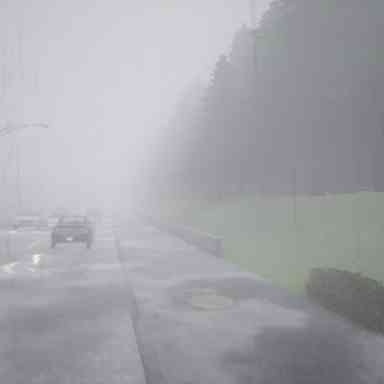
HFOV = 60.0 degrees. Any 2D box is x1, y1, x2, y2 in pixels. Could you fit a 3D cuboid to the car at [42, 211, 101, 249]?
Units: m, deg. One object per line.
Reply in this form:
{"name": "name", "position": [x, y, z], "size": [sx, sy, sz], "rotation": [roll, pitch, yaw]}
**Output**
{"name": "car", "position": [-6.058, 1.961, 17.214], "size": [2.128, 1.511, 4.902], "rotation": [2, -2, -14]}

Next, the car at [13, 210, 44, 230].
{"name": "car", "position": [-12.731, 2.157, 26.406], "size": [1.812, 1.442, 4.674], "rotation": [2, -2, -15]}

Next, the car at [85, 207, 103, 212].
{"name": "car", "position": [-12.210, 2.662, 41.166], "size": [1.837, 1.490, 4.892], "rotation": [2, -2, -14]}

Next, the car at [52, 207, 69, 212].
{"name": "car", "position": [-16.872, 2.654, 42.828], "size": [2.033, 1.411, 5.357], "rotation": [2, -2, -14]}
